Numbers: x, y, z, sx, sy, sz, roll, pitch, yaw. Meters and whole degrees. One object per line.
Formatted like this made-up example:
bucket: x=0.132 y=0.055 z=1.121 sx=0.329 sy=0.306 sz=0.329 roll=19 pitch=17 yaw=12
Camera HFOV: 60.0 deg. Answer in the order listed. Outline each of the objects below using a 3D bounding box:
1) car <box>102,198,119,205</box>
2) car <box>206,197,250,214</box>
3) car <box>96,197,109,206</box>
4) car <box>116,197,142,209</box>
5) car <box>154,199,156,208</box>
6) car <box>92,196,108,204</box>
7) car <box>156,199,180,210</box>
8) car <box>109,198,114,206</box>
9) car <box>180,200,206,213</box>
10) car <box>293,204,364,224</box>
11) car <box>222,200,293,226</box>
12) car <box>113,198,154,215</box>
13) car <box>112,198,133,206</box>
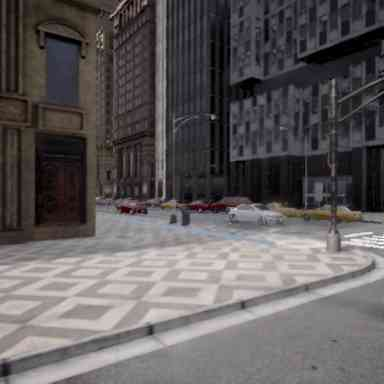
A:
car: x=-15.240 y=1.755 z=61.987 sx=1.802 sy=1.307 sz=4.206 roll=0 pitch=0 yaw=-35
car: x=4.116 y=1.397 z=34.510 sx=2.192 sy=1.841 sz=5.009 roll=0 pitch=0 yaw=-35
car: x=-15.382 y=1.700 z=57.395 sx=2.033 sy=1.411 sz=5.357 roll=0 pitch=0 yaw=-35
car: x=-9.348 y=1.601 z=48.918 sx=1.882 sy=1.535 sz=5.008 roll=0 pitch=0 yaw=-34
car: x=-5.562 y=1.677 z=48.248 sx=2.008 sy=1.369 sz=4.403 roll=0 pitch=0 yaw=-35
car: x=-18.466 y=1.629 z=66.566 sx=1.967 sy=1.590 sz=4.097 roll=0 pitch=0 yaw=-35
car: x=-2.434 y=1.637 z=43.808 sx=1.752 sy=1.417 sz=4.829 roll=0 pitch=0 yaw=-35
car: x=-8.145 y=1.586 z=41.773 sx=2.128 sy=1.511 sz=4.902 roll=0 pitch=0 yaw=-35
car: x=0.890 y=1.641 z=39.089 sx=1.887 sy=1.381 sz=4.507 roll=0 pitch=0 yaw=-35
car: x=10.470 y=1.579 z=25.490 sx=1.752 sy=1.417 sz=4.829 roll=0 pitch=0 yaw=-35
car: x=4.511 y=1.563 z=23.737 sx=1.812 sy=1.442 sz=4.674 roll=0 pitch=0 yaw=-35
car: x=-6.069 y=1.610 z=34.165 sx=1.887 sy=1.381 sz=4.507 roll=0 pitch=0 yaw=-35
car: x=-12.014 y=1.723 z=57.407 sx=1.947 sy=1.339 sz=4.313 roll=0 pitch=0 yaw=-35
